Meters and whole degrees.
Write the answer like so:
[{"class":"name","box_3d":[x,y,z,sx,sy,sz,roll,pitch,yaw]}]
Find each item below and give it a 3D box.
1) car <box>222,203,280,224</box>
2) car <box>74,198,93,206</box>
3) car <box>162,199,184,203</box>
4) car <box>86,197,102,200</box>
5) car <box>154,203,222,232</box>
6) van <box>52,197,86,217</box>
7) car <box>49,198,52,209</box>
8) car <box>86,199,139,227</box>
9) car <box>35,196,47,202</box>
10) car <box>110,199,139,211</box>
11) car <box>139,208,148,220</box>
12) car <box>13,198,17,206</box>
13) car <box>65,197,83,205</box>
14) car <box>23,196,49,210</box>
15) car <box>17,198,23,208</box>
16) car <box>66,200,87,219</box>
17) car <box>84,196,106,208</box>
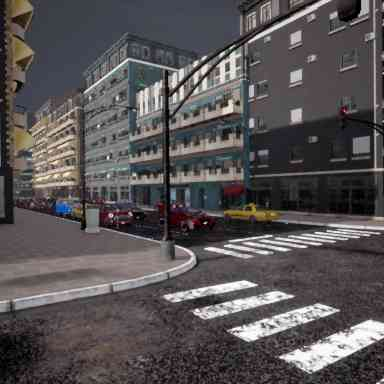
[{"class":"car","box_3d":[4.148,1.498,24.471,1.752,1.417,4.829,-1,1,-36]},{"class":"car","box_3d":[-18.261,1.644,55.862,1.947,1.339,4.313,-1,1,-36]},{"class":"car","box_3d":[-2.185,1.441,33.340,1.967,1.590,4.097,-1,1,-36]},{"class":"car","box_3d":[-11.734,1.615,36.767,1.837,1.490,4.892,-1,1,-35]},{"class":"car","box_3d":[-0.391,1.623,20.865,1.994,1.385,4.181,-1,1,-36]},{"class":"van","box_3d":[-12.223,1.483,32.975,1.690,1.788,3.998,-1,1,-36]},{"class":"car","box_3d":[-20.397,1.679,49.061,1.837,1.490,4.892,-1,0,-35]},{"class":"car","box_3d":[-5.790,1.553,23.968,1.967,1.590,4.097,-1,1,-36]},{"class":"car","box_3d":[-37.554,1.728,82.888,1.887,1.381,4.507,-1,1,-36]},{"class":"car","box_3d":[-8.615,1.581,42.349,2.008,1.369,4.403,-1,1,-36]},{"class":"car","box_3d":[-5.783,1.631,28.417,2.033,1.411,5.357,-1,0,-35]},{"class":"car","box_3d":[-31.513,1.782,60.003,1.887,1.381,4.507,-1,1,-36]},{"class":"car","box_3d":[-21.477,1.645,60.367,2.008,1.369,4.403,-1,1,-36]},{"class":"car","box_3d":[-21.868,1.628,46.489,1.967,1.590,4.097,-1,1,-36]},{"class":"car","box_3d":[-25.081,1.770,50.994,1.947,1.339,4.313,-1,1,-36]},{"class":"car","box_3d":[-8.906,1.652,28.334,1.752,1.417,4.829,-1,1,-36]},{"class":"car","box_3d":[-15.048,1.502,51.357,1.967,1.590,4.097,-1,1,-36]}]
